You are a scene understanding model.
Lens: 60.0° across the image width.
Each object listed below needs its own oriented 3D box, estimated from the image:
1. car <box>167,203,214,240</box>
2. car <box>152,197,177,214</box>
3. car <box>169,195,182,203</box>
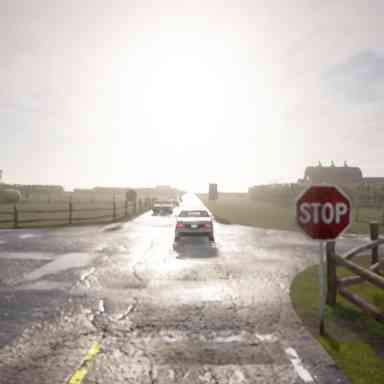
[{"bbox_3d":[0.096,1.491,16.542,2.033,1.411,5.357,0,0,0],"label":"car"},{"bbox_3d":[-2.844,1.492,33.235,1.895,1.301,4.718,0,0,0],"label":"car"},{"bbox_3d":[-2.836,1.346,49.334,1.837,1.490,4.892,0,1,0],"label":"car"}]
